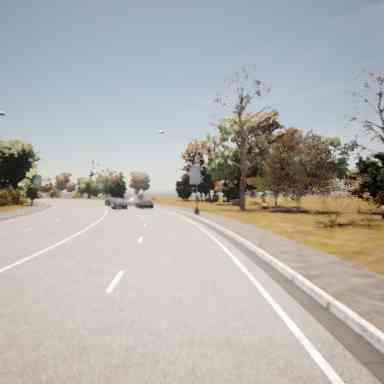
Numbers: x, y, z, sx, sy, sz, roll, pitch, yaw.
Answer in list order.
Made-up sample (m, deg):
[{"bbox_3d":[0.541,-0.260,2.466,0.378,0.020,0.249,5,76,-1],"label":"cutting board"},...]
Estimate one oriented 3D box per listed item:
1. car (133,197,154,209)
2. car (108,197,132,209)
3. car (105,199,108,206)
[{"bbox_3d":[-6.582,1.584,46.267,1.994,1.385,4.181,0,0,-18],"label":"car"},{"bbox_3d":[-9.766,1.571,44.701,2.033,1.411,5.357,0,0,-18],"label":"car"},{"bbox_3d":[-13.150,1.577,54.792,2.033,1.411,5.357,0,0,-22],"label":"car"}]
